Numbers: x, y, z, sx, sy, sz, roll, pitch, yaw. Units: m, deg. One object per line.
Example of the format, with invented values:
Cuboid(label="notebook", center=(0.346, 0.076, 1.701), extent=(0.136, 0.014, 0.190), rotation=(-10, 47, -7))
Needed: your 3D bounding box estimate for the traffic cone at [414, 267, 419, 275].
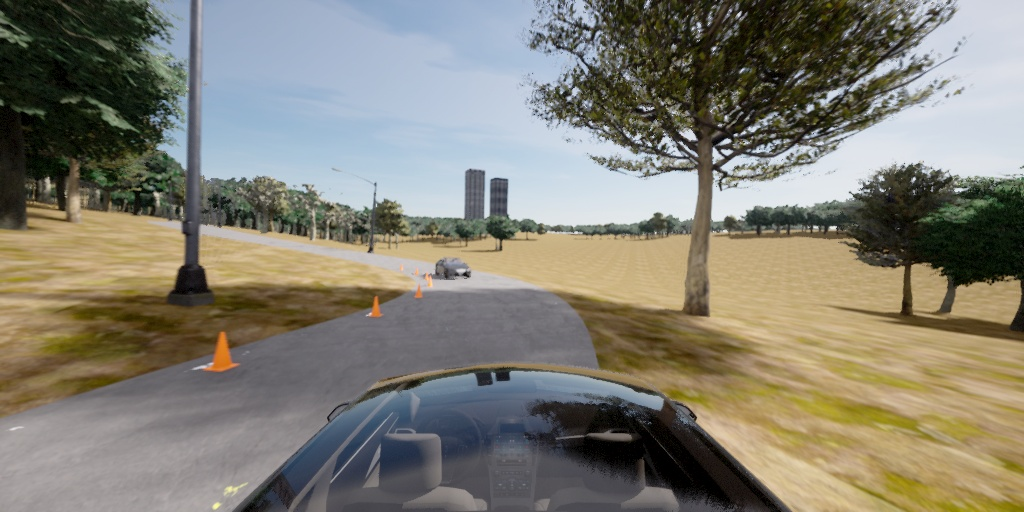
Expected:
Cuboid(label="traffic cone", center=(-7.616, 1.208, 28.638), extent=(0.340, 0.580, 0.340), rotation=(0, 0, -28))

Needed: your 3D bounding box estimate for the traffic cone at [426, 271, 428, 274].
Cuboid(label="traffic cone", center=(-5.780, 1.336, 24.416), extent=(0.340, 0.580, 0.340), rotation=(0, 0, -19))

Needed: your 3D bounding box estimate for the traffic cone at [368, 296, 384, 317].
Cuboid(label="traffic cone", center=(-4.095, 1.497, 10.786), extent=(0.340, 0.580, 0.340), rotation=(0, 0, 5))

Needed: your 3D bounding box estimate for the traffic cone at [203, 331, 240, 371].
Cuboid(label="traffic cone", center=(-4.765, 1.537, 5.892), extent=(0.340, 0.580, 0.340), rotation=(0, 0, 7))

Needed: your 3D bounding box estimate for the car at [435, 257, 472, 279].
Cuboid(label="car", center=(-4.451, 0.848, 26.757), extent=(2.128, 1.511, 4.902), rotation=(0, 1, -24))

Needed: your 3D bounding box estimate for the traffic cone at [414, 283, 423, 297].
Cuboid(label="traffic cone", center=(-3.999, 1.457, 15.394), extent=(0.340, 0.580, 0.340), rotation=(0, 0, -3))

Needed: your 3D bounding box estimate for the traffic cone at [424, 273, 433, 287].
Cuboid(label="traffic cone", center=(-4.565, 1.402, 19.969), extent=(0.340, 0.580, 0.340), rotation=(0, 0, -11))

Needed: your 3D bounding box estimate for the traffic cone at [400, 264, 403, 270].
Cuboid(label="traffic cone", center=(-10.038, 0.980, 32.549), extent=(0.340, 0.580, 0.340), rotation=(0, 0, -36))
